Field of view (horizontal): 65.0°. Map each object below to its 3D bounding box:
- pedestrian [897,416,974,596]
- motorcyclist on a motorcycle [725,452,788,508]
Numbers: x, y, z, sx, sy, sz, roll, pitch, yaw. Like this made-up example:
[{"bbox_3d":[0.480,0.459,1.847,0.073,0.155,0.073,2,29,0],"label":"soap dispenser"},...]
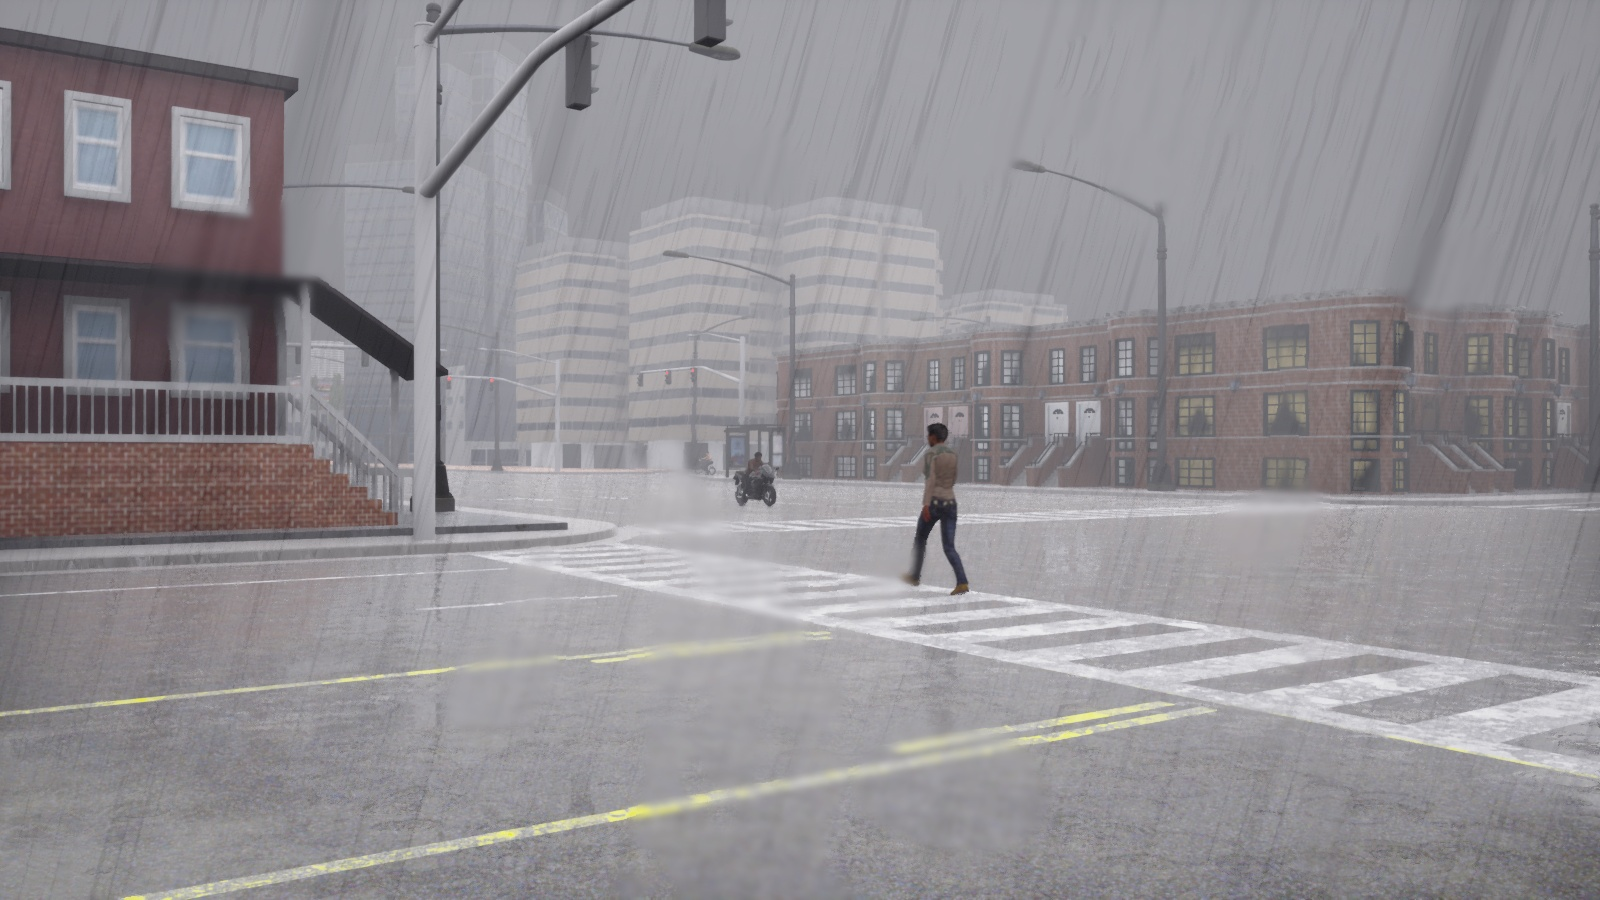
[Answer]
[{"bbox_3d":[1.402,0.559,13.057,0.328,1.805,0.869,0,0,-31],"label":"pedestrian"},{"bbox_3d":[-1.231,0.816,35.159,0.797,1.523,2.044,0,0,-35],"label":"motorcyclist on a motorcycle"}]
